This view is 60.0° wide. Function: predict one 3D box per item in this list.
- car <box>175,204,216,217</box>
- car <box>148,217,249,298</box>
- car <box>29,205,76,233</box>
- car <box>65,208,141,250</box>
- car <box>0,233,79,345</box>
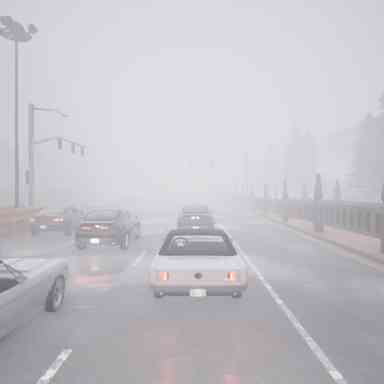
[{"bbox_3d":[0.186,1.395,17.602,1.837,1.490,4.892,0,0,0],"label":"car"},{"bbox_3d":[0.131,1.554,8.341,1.895,1.301,4.718,0,0,0],"label":"car"},{"bbox_3d":[-6.843,1.417,17.508,1.812,1.442,4.674,0,0,-1],"label":"car"},{"bbox_3d":[-3.338,1.420,13.879,1.837,1.490,4.892,0,0,0],"label":"car"},{"bbox_3d":[-3.385,1.579,4.652,1.895,1.301,4.718,0,0,0],"label":"car"}]
